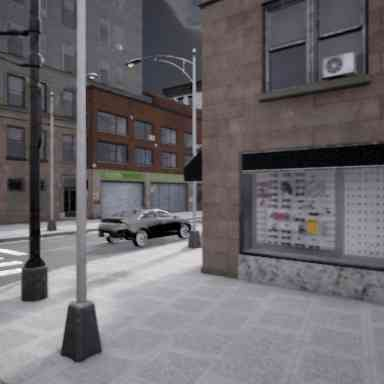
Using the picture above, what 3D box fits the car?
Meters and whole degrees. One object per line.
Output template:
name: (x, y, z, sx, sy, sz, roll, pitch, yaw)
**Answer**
car: (-1.930, 1.460, 14.987, 2.128, 1.511, 4.902, 0, 0, 35)
